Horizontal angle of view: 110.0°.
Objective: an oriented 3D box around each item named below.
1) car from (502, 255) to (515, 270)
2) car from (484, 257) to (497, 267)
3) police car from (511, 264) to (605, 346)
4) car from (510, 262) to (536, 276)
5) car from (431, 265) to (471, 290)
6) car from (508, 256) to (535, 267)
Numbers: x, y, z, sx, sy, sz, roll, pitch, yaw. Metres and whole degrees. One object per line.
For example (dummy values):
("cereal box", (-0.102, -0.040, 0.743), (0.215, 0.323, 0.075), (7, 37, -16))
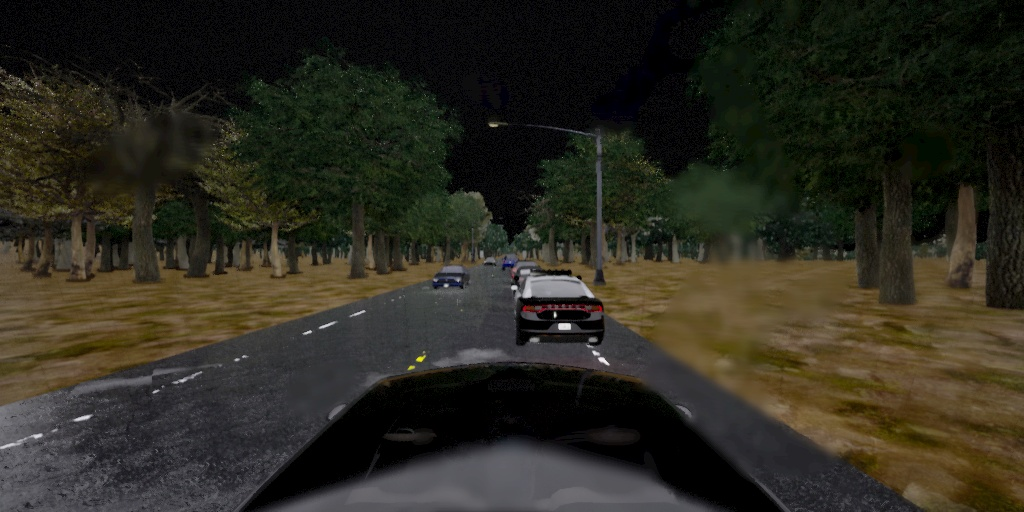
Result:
("car", (-0.205, 0.904, 49.465), (2.150, 2.045, 5.566), (0, 0, 0))
("car", (-3.864, 0.992, 63.937), (2.097, 1.767, 4.553), (0, 0, 0))
("police car", (1.013, 1.170, 9.575), (1.930, 1.638, 5.238), (0, 0, 0))
("car", (0.965, 1.261, 19.467), (1.812, 1.442, 4.674), (0, 0, 0))
("car", (-3.702, 1.277, 22.803), (2.033, 1.411, 5.357), (0, 0, 0))
("car", (0.935, 1.077, 25.439), (2.097, 1.767, 4.553), (0, 0, 0))
